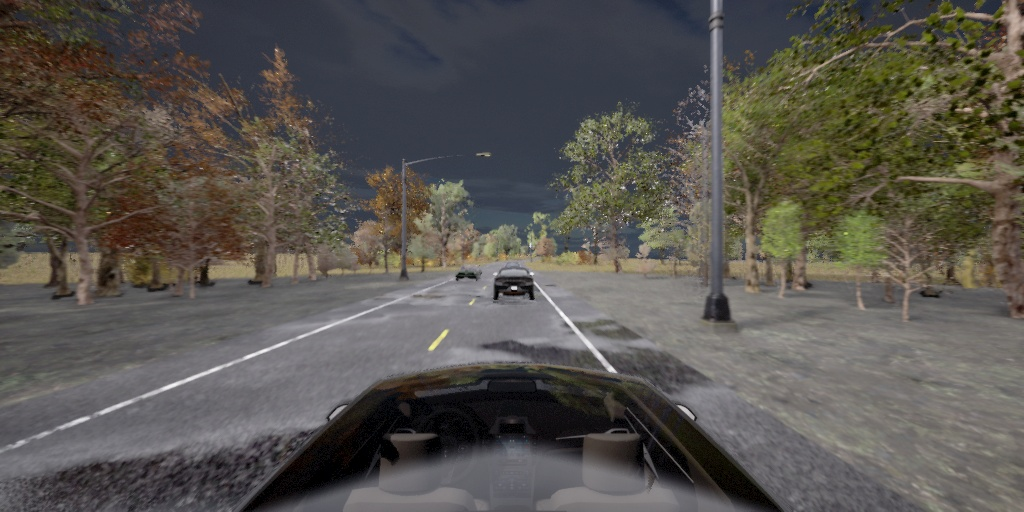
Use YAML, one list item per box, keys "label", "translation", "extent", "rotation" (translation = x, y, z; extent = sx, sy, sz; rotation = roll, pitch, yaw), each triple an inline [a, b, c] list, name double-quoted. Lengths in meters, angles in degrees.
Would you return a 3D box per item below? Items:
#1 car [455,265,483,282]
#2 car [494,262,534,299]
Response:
- label: "car"
  translation: [-3.599, 1.426, 30.278]
  extent: [1.895, 1.301, 4.718]
  rotation: [0, 0, 0]
- label: "car"
  translation: [0.091, 1.272, 18.394]
  extent: [1.882, 1.535, 5.008]
  rotation: [0, 0, 0]
